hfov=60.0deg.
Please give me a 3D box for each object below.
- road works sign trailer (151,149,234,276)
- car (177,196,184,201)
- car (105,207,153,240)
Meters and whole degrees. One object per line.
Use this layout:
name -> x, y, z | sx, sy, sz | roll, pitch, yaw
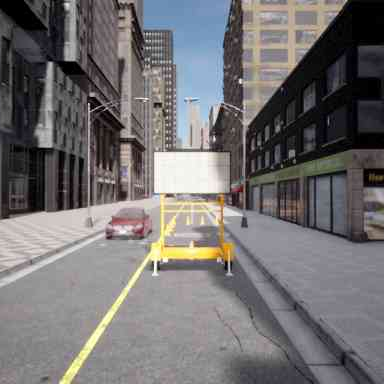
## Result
road works sign trailer -> 0.007, 0.468, 10.360 | 2.380, 3.560, 2.880 | 0, 0, 0
car -> -2.988, 1.809, 89.255 | 2.033, 1.411, 5.357 | 0, -1, 0
car -> -3.099, 1.533, 17.225 | 1.812, 1.442, 4.674 | 0, 0, 0
